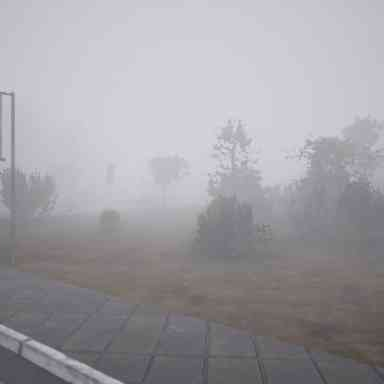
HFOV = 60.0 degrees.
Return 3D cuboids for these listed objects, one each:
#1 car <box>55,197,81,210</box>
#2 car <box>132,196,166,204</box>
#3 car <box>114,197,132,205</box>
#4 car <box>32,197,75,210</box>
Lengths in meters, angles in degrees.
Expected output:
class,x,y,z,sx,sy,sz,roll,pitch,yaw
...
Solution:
class,x,y,z,sx,sy,sz,roll,pitch,yaw
car,-16.528,1.479,42.180,2.128,1.511,4.902,0,0,39
car,-6.678,1.393,54.391,2.033,1.411,5.357,0,1,39
car,-10.638,1.473,55.059,1.895,1.301,4.718,0,1,39
car,-18.718,1.476,45.040,2.128,1.511,4.902,0,0,39
